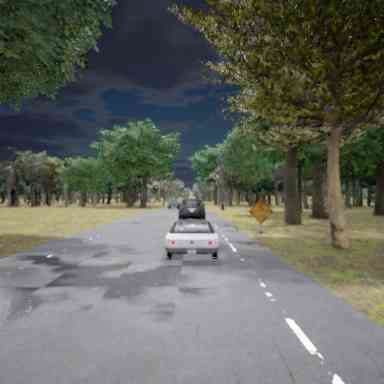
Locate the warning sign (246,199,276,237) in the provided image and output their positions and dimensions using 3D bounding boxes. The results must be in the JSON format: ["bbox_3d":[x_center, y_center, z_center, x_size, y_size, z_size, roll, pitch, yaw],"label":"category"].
[{"bbox_3d":[3.563,1.290,17.179,1.300,1.860,1.060,1,0,0],"label":"warning sign"}]

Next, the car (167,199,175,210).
[{"bbox_3d":[-3.522,2.380,64.496,2.150,2.045,5.566,0,-1,0],"label":"car"}]

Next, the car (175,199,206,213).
[{"bbox_3d":[0.006,1.553,27.599,2.150,2.045,5.566,0,-1,0],"label":"car"}]

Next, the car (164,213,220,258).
[{"bbox_3d":[0.013,1.734,13.240,1.895,1.301,4.718,0,-1,0],"label":"car"}]
